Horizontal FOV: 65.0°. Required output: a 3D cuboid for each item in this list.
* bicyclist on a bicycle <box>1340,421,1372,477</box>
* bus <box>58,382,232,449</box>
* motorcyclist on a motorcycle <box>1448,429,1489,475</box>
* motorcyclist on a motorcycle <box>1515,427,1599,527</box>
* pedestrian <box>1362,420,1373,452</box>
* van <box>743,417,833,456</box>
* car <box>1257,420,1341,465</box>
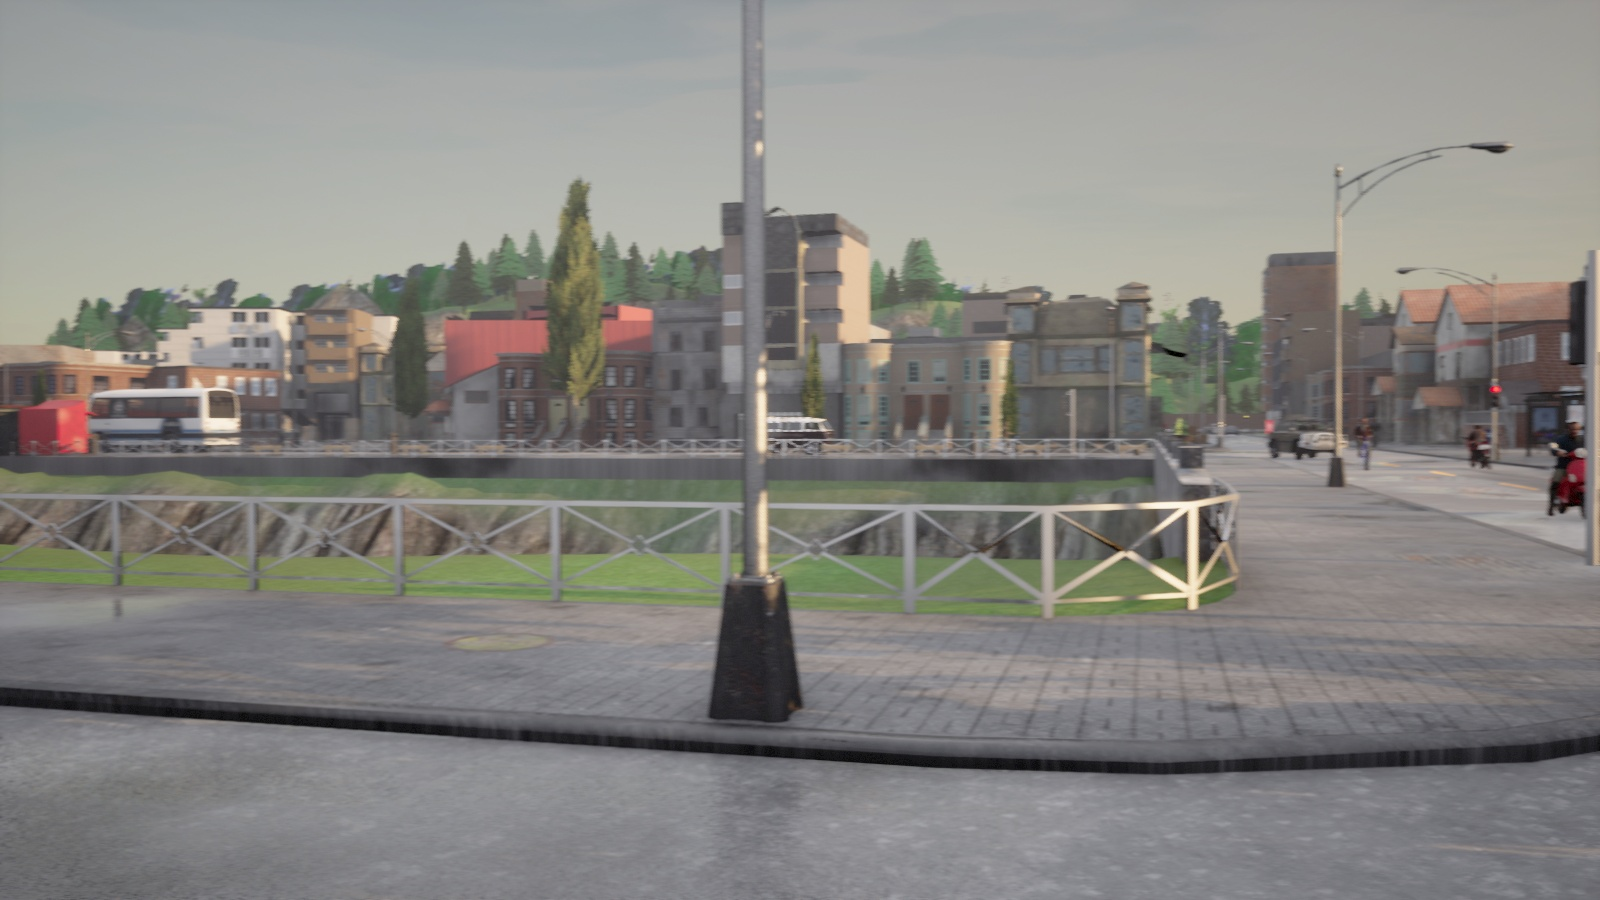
[{"bbox_3d":[18.049,-0.043,40.824,0.659,1.776,1.843,0,1,15],"label":"bicyclist on a bicycle"},{"bbox_3d":[-43.628,-2.276,83.699,10.273,4.253,3.944,0,1,15],"label":"bus"},{"bbox_3d":[22.664,0.046,42.588,0.797,1.523,2.044,0,1,16],"label":"motorcyclist on a motorcycle"},{"bbox_3d":[12.675,0.408,20.946,0.866,1.590,1.817,0,1,16],"label":"motorcyclist on a motorcycle"},{"bbox_3d":[33.985,-0.825,75.233,0.563,1.883,0.849,1,1,24],"label":"pedestrian"},{"bbox_3d":[-0.641,-0.760,67.887,4.480,2.038,2.069,0,1,15],"label":"van"},{"bbox_3d":[21.864,-0.364,55.190,1.932,1.855,4.605,1,1,2],"label":"car"}]
